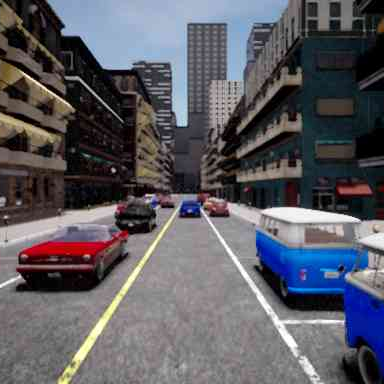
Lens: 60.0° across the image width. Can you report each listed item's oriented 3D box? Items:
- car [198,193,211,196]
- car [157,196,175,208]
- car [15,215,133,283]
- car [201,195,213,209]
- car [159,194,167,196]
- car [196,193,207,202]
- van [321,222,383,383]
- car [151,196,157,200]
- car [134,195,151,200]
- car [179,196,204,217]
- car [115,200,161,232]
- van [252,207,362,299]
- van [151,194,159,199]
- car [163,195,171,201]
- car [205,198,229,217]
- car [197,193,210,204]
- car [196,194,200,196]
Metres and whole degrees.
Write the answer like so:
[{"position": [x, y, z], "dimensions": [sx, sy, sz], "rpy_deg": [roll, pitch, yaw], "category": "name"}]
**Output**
[{"position": [2.268, 1.251, 52.963], "dimensions": [2.192, 1.841, 5.009], "rpy_deg": [-1, 0, 0], "category": "car"}, {"position": [-3.358, 1.551, 46.533], "dimensions": [1.895, 1.301, 4.718], "rpy_deg": [0, 0, 0], "category": "car"}, {"position": [-3.173, 1.593, 9.812], "dimensions": [1.895, 1.301, 4.718], "rpy_deg": [0, 0, -1], "category": "car"}, {"position": [2.358, 1.473, 41.929], "dimensions": [1.752, 1.417, 4.829], "rpy_deg": [-1, 0, 0], "category": "car"}, {"position": [-6.146, 1.256, 58.527], "dimensions": [2.192, 1.841, 5.009], "rpy_deg": [-1, 0, 0], "category": "car"}, {"position": [2.092, 1.227, 75.370], "dimensions": [2.192, 1.841, 5.009], "rpy_deg": [-1, 0, 0], "category": "car"}, {"position": [2.666, 1.335, 2.545], "dimensions": [1.690, 1.788, 3.998], "rpy_deg": [-1, 0, 0], "category": "van"}, {"position": [-5.987, 1.510, 41.722], "dimensions": [2.008, 1.369, 4.403], "rpy_deg": [-1, 0, 0], "category": "car"}, {"position": [-5.945, 1.406, 36.120], "dimensions": [1.967, 1.590, 4.097], "rpy_deg": [-1, 0, 0], "category": "car"}, {"position": [-0.172, 1.442, 30.734], "dimensions": [1.882, 1.535, 5.008], "rpy_deg": [0, 0, 0], "category": "car"}, {"position": [-3.234, 1.458, 20.112], "dimensions": [1.882, 1.535, 5.008], "rpy_deg": [0, 0, 0], "category": "car"}, {"position": [2.622, 1.328, 8.147], "dimensions": [1.690, 1.788, 3.998], "rpy_deg": [-1, 0, 0], "category": "van"}, {"position": [-6.035, 1.294, 47.324], "dimensions": [1.690, 1.788, 3.998], "rpy_deg": [-1, 0, 0], "category": "van"}, {"position": [-6.373, 1.494, 86.537], "dimensions": [1.802, 1.307, 4.206], "rpy_deg": [-1, 0, 0], "category": "car"}, {"position": [2.449, 1.543, 30.556], "dimensions": [1.802, 1.307, 4.206], "rpy_deg": [-1, 0, 0], "category": "car"}, {"position": [2.180, 1.239, 64.167], "dimensions": [2.192, 1.841, 5.009], "rpy_deg": [-1, 0, 0], "category": "car"}, {"position": [-0.295, 1.439, 45.480], "dimensions": [2.128, 1.511, 4.902], "rpy_deg": [0, 0, 0], "category": "car"}]
